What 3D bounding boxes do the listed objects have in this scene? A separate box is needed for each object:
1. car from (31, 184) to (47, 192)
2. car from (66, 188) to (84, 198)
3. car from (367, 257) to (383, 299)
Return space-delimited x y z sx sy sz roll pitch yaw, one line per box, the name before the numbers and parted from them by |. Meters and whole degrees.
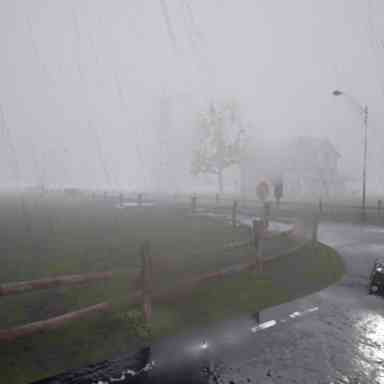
car | -38.483 -0.971 84.560 2.150 2.045 5.566 0 1 -35
car | -17.908 0.198 50.596 1.837 1.490 4.892 0 1 -35
car | 5.491 1.498 6.886 4.181 1.385 1.994 -1 0 -36
